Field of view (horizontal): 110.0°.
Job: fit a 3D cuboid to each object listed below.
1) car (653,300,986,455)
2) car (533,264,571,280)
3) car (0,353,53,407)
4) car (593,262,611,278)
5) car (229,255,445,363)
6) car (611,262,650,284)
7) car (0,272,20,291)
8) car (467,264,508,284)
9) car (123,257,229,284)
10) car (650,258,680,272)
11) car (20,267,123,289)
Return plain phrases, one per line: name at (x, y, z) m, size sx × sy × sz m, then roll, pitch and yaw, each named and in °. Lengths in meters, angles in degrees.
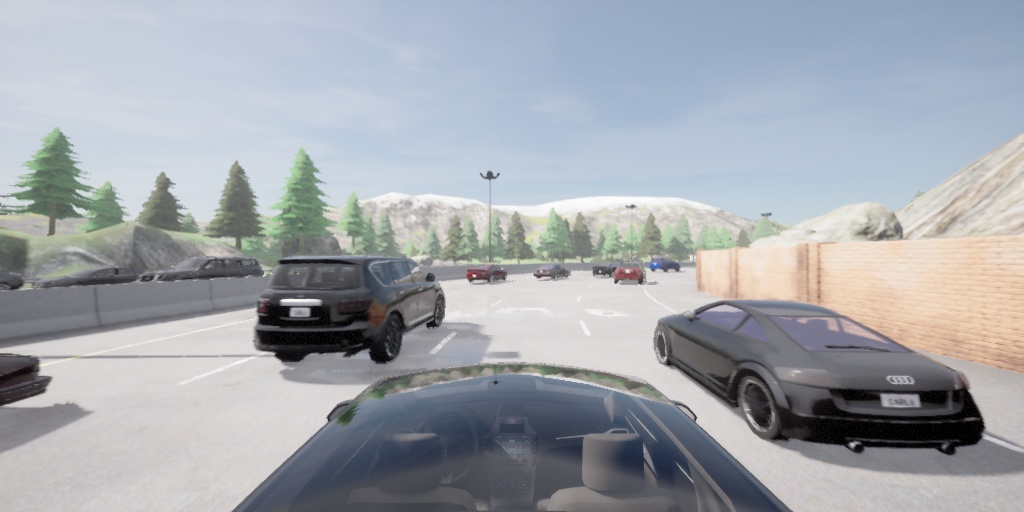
car at (3.699, 1.334, 5.353) m, size 1.994 × 1.385 × 4.181 m, roll 0°, pitch 0°, yaw 2°
car at (3.869, 1.472, 34.020) m, size 2.033 × 1.411 × 5.357 m, roll 0°, pitch 0°, yaw 30°
car at (-6.889, 1.299, 2.094) m, size 2.033 × 1.411 × 5.357 m, roll 0°, pitch 0°, yaw 0°
car at (10.083, 1.422, 37.667) m, size 1.882 × 1.535 × 5.008 m, roll -1°, pitch -1°, yaw 32°
car at (-3.214, 1.008, 8.414) m, size 2.150 × 2.045 × 5.566 m, roll 0°, pitch 0°, yaw 4°
car at (9.708, 1.250, 29.131) m, size 2.097 × 1.767 × 4.553 m, roll 0°, pitch 0°, yaw 25°
car at (-26.988, 1.324, 16.922) m, size 2.128 × 1.511 × 4.902 m, roll 0°, pitch 0°, yaw 7°
car at (-1.924, 1.378, 29.530) m, size 1.882 × 1.535 × 5.008 m, roll 0°, pitch -1°, yaw 21°
car at (-16.105, 1.052, 18.930) m, size 2.150 × 2.045 × 5.566 m, roll 0°, pitch 0°, yaw 11°
car at (21.826, 1.240, 51.222) m, size 5.566 × 2.045 × 2.150 m, roll 0°, pitch 0°, yaw -39°
car at (-23.004, 1.362, 20.094) m, size 1.837 × 1.490 × 4.892 m, roll 0°, pitch -1°, yaw 11°
